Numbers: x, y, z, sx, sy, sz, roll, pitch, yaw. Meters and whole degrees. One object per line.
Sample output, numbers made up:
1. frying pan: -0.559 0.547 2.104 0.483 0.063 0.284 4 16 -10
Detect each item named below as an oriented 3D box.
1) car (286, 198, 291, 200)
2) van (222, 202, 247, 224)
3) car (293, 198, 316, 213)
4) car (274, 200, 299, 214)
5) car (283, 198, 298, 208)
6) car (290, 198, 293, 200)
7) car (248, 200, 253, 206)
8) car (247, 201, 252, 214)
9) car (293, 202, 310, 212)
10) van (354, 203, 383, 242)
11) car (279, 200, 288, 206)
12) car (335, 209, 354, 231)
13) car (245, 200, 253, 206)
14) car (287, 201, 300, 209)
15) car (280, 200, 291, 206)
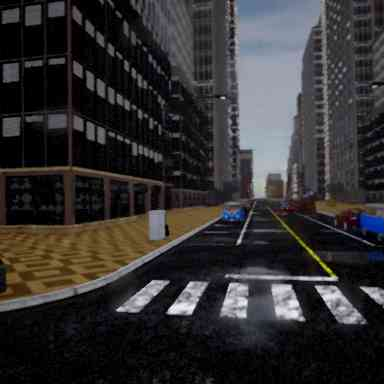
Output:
1. car: 14.311 2.211 53.807 2.128 1.511 4.902 -1 -1 11
2. van: 3.663 1.809 29.328 1.690 1.788 3.998 -1 -1 11
3. car: 15.111 1.847 44.002 2.192 1.841 5.009 -1 -1 11
4. car: 12.274 2.120 43.522 2.033 1.411 5.357 -1 -1 11
5. car: 19.417 2.157 65.736 2.192 1.841 5.009 -1 -1 11
6. car: 17.264 2.002 54.870 2.192 1.841 5.009 -1 -1 11
7. car: 7.971 2.329 51.057 2.008 1.369 4.403 -1 -1 11
8. car: 6.895 2.267 45.624 1.947 1.339 4.313 -1 -1 11
9. car: 16.190 2.155 49.432 1.887 1.381 4.507 -1 -1 11
10. van: 9.841 1.481 16.819 1.690 1.788 3.998 -1 -1 11
11. car: 22.682 2.601 82.198 1.752 1.417 4.829 -1 -1 11
12. car: 10.832 1.765 22.264 1.887 1.381 4.507 -1 -1 11
13. car: 14.430 2.824 83.656 1.802 1.307 4.206 -1 -1 11
14. car: 18.344 2.330 60.298 1.947 1.339 4.313 -1 -1 11
15. car: 21.573 2.547 76.598 2.008 1.369 4.403 -1 -1 11
